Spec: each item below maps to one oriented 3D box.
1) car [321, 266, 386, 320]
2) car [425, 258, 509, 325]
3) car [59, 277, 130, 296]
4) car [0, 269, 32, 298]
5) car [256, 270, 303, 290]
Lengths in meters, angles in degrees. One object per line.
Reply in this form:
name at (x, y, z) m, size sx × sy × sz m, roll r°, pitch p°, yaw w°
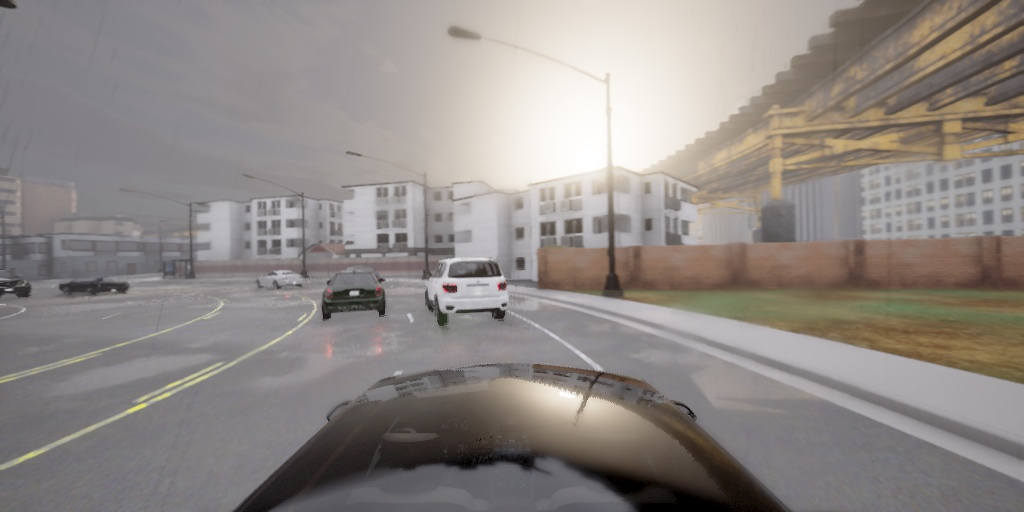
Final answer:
car at (-6.208, 1.331, 14.293) m, size 2.097 × 1.767 × 4.553 m, roll -1°, pitch 0°, yaw -22°
car at (-1.797, 1.098, 12.856) m, size 2.150 × 2.045 × 5.566 m, roll -1°, pitch -1°, yaw -18°
car at (-30.259, 2.172, 26.049) m, size 4.718 × 1.301 × 1.895 m, roll -1°, pitch 0°, yaw 18°
car at (-34.930, 1.870, 23.832) m, size 5.566 × 2.045 × 2.150 m, roll -1°, pitch 0°, yaw 17°
car at (-18.586, 1.876, 28.734) m, size 4.674 × 1.442 × 1.812 m, roll -1°, pitch -1°, yaw 33°
